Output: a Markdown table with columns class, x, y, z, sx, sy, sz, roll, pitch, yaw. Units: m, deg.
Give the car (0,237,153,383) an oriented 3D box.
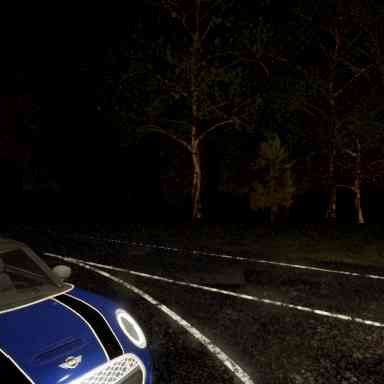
| class | x | y | z | sx | sy | sz | roll | pitch | yaw |
| --- | --- | --- | --- | --- | --- | --- | --- | --- | --- |
| car | -2.592 | 1.338 | 3.733 | 4.553 | 1.767 | 2.097 | 1 | 0 | 35 |
